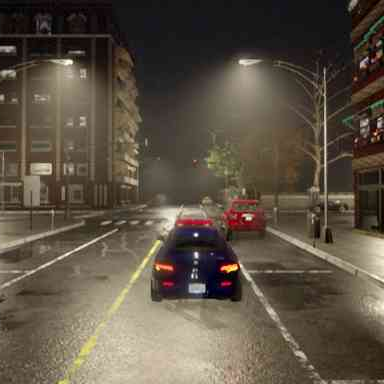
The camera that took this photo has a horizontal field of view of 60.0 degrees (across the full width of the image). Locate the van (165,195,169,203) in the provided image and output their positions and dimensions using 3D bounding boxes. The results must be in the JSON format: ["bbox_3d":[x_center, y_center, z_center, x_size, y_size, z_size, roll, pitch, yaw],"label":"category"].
[{"bbox_3d":[-5.772,1.424,61.652,1.690,1.788,3.998,1,0,0],"label":"van"}]

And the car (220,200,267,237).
[{"bbox_3d":[2.679,1.335,18.091,2.192,1.841,5.009,1,0,0],"label":"car"}]

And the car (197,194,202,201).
[{"bbox_3d":[2.586,1.652,72.735,2.008,1.369,4.403,1,0,0],"label":"car"}]

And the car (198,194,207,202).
[{"bbox_3d":[2.572,1.437,83.812,2.192,1.841,5.009,1,0,0],"label":"car"}]

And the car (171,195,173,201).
[{"bbox_3d":[-5.794,1.684,72.730,1.802,1.307,4.206,1,0,0],"label":"car"}]

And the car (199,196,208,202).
[{"bbox_3d":[2.577,1.677,78.274,1.947,1.339,4.313,1,0,0],"label":"car"}]

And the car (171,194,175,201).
[{"bbox_3d":[-5.803,1.662,78.268,2.008,1.369,4.403,1,0,0],"label":"car"}]

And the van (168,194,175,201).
[{"bbox_3d":[-5.826,1.484,94.884,1.690,1.788,3.998,1,0,0],"label":"van"}]

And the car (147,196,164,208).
[{"bbox_3d":[-5.758,1.648,50.576,1.802,1.307,4.206,1,0,0],"label":"car"}]

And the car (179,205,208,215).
[{"bbox_3d":[0.072,1.621,17.900,1.895,1.301,4.718,0,0,0],"label":"car"}]

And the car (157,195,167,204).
[{"bbox_3d":[-5.768,1.656,56.113,1.802,1.307,4.206,1,0,0],"label":"car"}]

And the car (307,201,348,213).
[{"bbox_3d":[15.153,1.634,37.144,4.313,1.339,1.947,0,-1,0],"label":"car"}]

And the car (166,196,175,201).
[{"bbox_3d":[-5.821,1.683,89.346,2.008,1.369,4.403,1,0,0],"label":"car"}]

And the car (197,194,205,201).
[{"bbox_3d":[2.554,1.458,94.887,2.192,1.841,5.009,1,0,0],"label":"car"}]

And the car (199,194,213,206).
[{"bbox_3d":[2.613,1.600,56.291,1.752,1.417,4.829,1,0,0],"label":"car"}]

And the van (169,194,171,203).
[{"bbox_3d":[-5.781,1.433,67.191,1.690,1.788,3.998,1,0,0],"label":"van"}]

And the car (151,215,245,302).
[{"bbox_3d":[0.088,1.534,8.157,1.812,1.442,4.674,0,0,0],"label":"car"}]
